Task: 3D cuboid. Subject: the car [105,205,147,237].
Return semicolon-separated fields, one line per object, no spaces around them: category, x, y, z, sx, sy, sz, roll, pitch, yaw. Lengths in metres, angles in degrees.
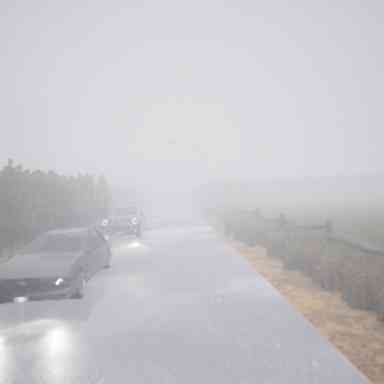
car;-3.873;1.583;19.452;2.097;1.767;4.553;-2;0;-2

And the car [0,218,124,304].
car;-3.451;1.738;9.157;2.033;1.411;5.357;-2;0;-2

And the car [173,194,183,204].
car;-3.123;1.598;75.632;2.150;2.045;5.566;-2;0;-2
